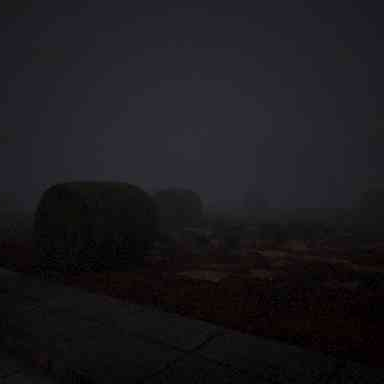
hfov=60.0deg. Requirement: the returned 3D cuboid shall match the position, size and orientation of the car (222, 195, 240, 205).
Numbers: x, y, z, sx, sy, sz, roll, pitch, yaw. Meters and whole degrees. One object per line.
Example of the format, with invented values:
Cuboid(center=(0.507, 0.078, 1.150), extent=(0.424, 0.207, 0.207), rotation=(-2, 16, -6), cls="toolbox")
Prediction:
Cuboid(center=(8.311, 1.671, 71.319), extent=(3.866, 1.878, 1.905), rotation=(-2, 6, -10), cls="car")
